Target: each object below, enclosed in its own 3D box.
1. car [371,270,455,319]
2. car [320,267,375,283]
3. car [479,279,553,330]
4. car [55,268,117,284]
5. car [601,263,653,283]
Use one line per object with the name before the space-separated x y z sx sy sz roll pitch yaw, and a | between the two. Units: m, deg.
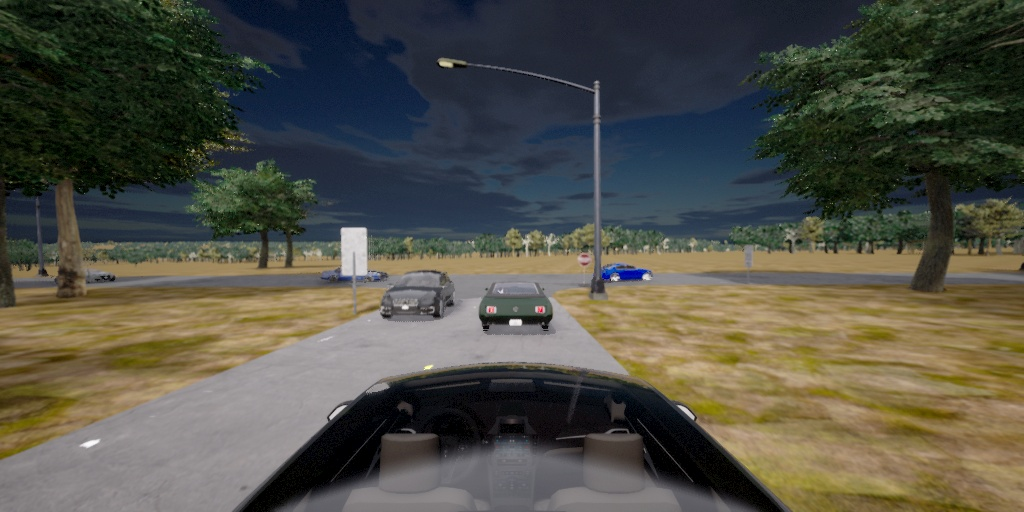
car | -3.198 1.282 12.999 1.837 1.490 4.892 0 0 -1
car | -13.564 1.537 30.898 5.357 1.411 2.033 0 2 2
car | 0.095 1.373 11.147 1.895 1.301 4.718 0 0 0
car | -38.801 1.803 32.675 4.181 1.385 1.994 -1 2 6
car | 9.340 1.343 29.993 5.008 1.535 1.882 -1 1 -16
